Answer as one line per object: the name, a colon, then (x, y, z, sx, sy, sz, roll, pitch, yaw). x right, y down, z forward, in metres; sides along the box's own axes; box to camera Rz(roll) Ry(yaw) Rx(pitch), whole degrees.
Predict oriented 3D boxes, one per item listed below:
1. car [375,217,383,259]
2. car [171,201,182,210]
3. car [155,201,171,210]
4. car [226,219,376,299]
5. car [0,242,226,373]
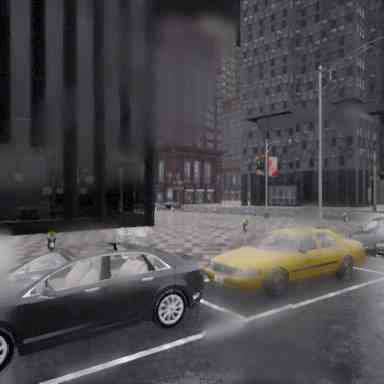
car: (7.153, 1.550, 11.752, 4.403, 1.369, 2.008, 0, 0, -36)
car: (-3.704, 2.469, 61.152, 1.882, 1.535, 5.008, 0, -1, -36)
car: (-6.338, 2.523, 59.248, 1.837, 1.490, 4.892, 0, -1, -36)
car: (2.526, 1.524, 8.452, 4.829, 1.417, 1.752, 0, 0, -35)
car: (-1.823, 1.550, 5.349, 4.403, 1.369, 2.008, 0, 0, -35)
